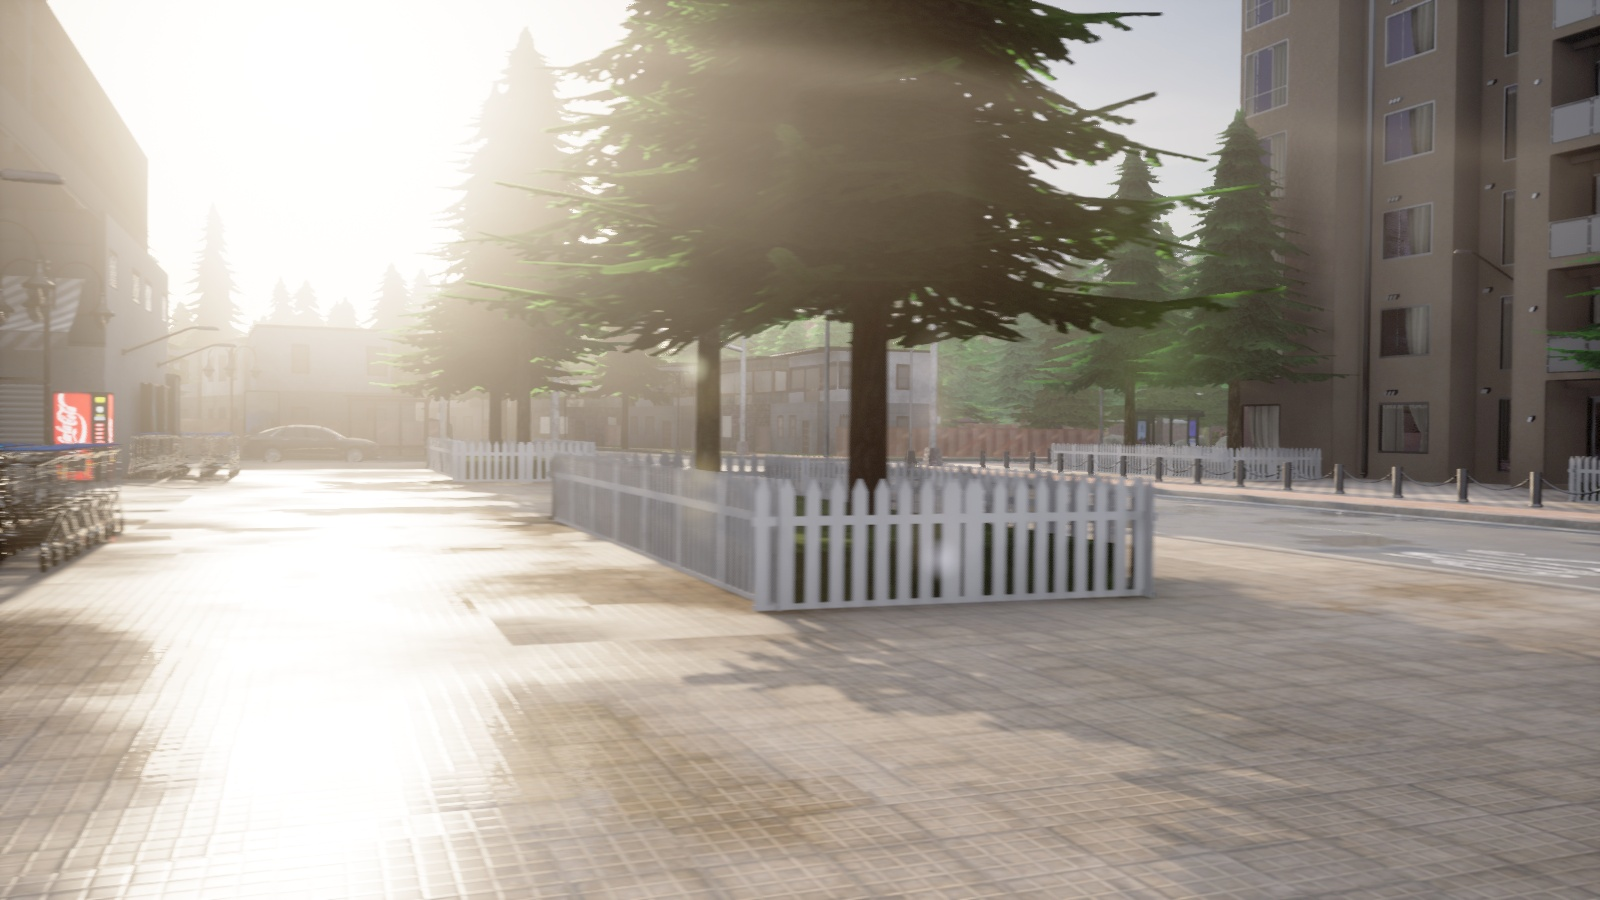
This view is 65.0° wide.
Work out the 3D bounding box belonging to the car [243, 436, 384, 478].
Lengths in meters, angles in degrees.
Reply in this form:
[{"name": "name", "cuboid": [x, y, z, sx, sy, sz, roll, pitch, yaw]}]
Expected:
[{"name": "car", "cuboid": [-18.401, 0.226, 47.697, 4.892, 1.490, 1.837, -1, 1, -20]}]
